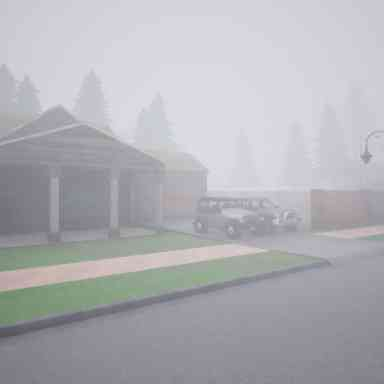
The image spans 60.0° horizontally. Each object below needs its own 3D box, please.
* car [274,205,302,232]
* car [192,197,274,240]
[{"bbox_3d":[3.494,1.174,17.880,1.932,1.855,4.605,0,0,-36],"label":"car"},{"bbox_3d":[1.684,1.176,16.093,1.905,1.878,3.866,0,0,-36],"label":"car"}]
